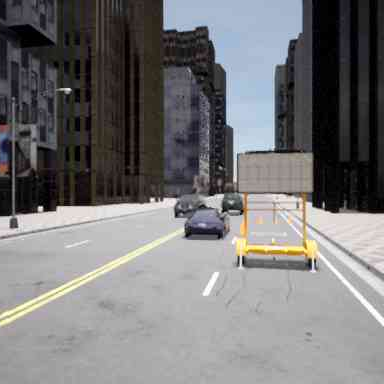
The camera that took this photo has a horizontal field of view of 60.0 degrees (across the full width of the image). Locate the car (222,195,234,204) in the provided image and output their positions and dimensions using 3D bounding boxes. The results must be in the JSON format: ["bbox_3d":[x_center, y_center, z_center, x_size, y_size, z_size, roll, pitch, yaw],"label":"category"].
[{"bbox_3d":[7.153,1.436,65.389,1.837,1.490,4.892,0,0,12],"label":"car"}]

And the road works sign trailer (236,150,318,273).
[{"bbox_3d":[2.676,0.454,10.813,2.380,3.560,2.880,0,0,12],"label":"road works sign trailer"}]

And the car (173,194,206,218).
[{"bbox_3d":[-0.064,1.196,30.407,2.150,2.045,5.566,0,0,12],"label":"car"}]

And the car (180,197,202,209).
[{"bbox_3d":[-0.073,1.504,46.607,2.033,1.411,5.357,0,0,12],"label":"car"}]

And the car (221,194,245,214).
[{"bbox_3d":[4.281,1.188,34.407,2.150,2.045,5.566,0,0,11],"label":"car"}]

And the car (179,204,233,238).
[{"bbox_3d":[0.896,1.546,17.845,1.994,1.385,4.181,0,0,12],"label":"car"}]
